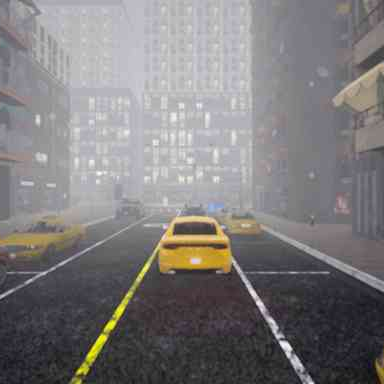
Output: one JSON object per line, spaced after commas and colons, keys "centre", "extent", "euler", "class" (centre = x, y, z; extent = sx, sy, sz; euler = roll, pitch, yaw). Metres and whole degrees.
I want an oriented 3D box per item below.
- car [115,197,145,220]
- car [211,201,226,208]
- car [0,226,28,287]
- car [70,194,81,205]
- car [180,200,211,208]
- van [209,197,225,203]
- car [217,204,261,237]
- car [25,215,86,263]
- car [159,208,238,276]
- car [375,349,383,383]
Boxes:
{"centre": [-5.310, 1.393, 29.234], "extent": [2.192, 1.841, 5.009], "euler": [0, 0, 0], "class": "car"}
{"centre": [2.569, 1.587, 23.763], "extent": [1.752, 1.417, 4.829], "euler": [0, 0, 0], "class": "car"}
{"centre": [-5.311, 1.599, 6.671], "extent": [1.802, 1.307, 4.206], "euler": [0, 0, 0], "class": "car"}
{"centre": [-20.872, 1.253, 54.852], "extent": [5.009, 1.841, 2.192], "euler": [1, -1, 0], "class": "car"}
{"centre": [0.099, 1.559, 26.127], "extent": [2.128, 1.511, 4.902], "euler": [0, 0, 0], "class": "car"}
{"centre": [2.570, 1.435, 34.874], "extent": [1.690, 1.788, 3.998], "euler": [0, 0, 0], "class": "van"}
{"centre": [2.569, 1.572, 18.122], "extent": [1.752, 1.417, 4.829], "euler": [0, 0, 0], "class": "car"}
{"centre": [-5.311, 1.556, 12.142], "extent": [1.752, 1.417, 4.829], "euler": [0, 0, 0], "class": "car"}
{"centre": [0.075, 1.503, 10.436], "extent": [1.882, 1.535, 5.008], "euler": [0, 0, 0], "class": "car"}
{"centre": [2.569, 1.529, 1.201], "extent": [1.752, 1.417, 4.829], "euler": [0, 0, 0], "class": "car"}
